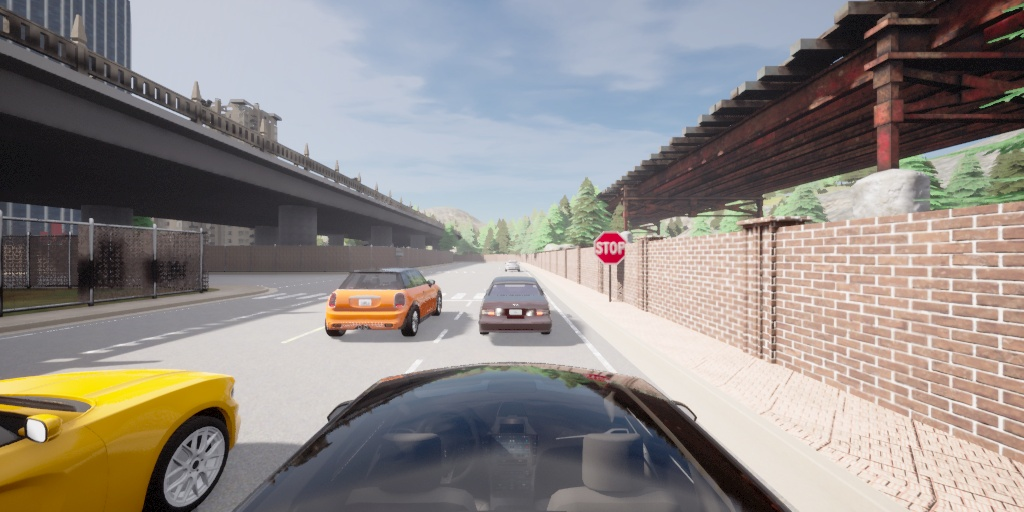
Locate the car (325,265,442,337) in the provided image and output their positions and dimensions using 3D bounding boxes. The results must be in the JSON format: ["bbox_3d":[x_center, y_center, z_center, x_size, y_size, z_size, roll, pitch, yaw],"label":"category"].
[{"bbox_3d":[-3.425,1.102,10.471,2.097,1.767,4.553,0,0,0],"label":"car"}]

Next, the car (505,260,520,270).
[{"bbox_3d":[0.059,1.276,46.357,1.812,1.442,4.674,0,0,-1],"label":"car"}]

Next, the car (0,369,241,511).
[{"bbox_3d":[-3.398,1.228,1.213,1.882,1.535,5.008,0,0,0],"label":"car"}]

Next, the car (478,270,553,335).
[{"bbox_3d":[0.077,1.297,10.494,2.033,1.411,5.357,0,0,0],"label":"car"}]
